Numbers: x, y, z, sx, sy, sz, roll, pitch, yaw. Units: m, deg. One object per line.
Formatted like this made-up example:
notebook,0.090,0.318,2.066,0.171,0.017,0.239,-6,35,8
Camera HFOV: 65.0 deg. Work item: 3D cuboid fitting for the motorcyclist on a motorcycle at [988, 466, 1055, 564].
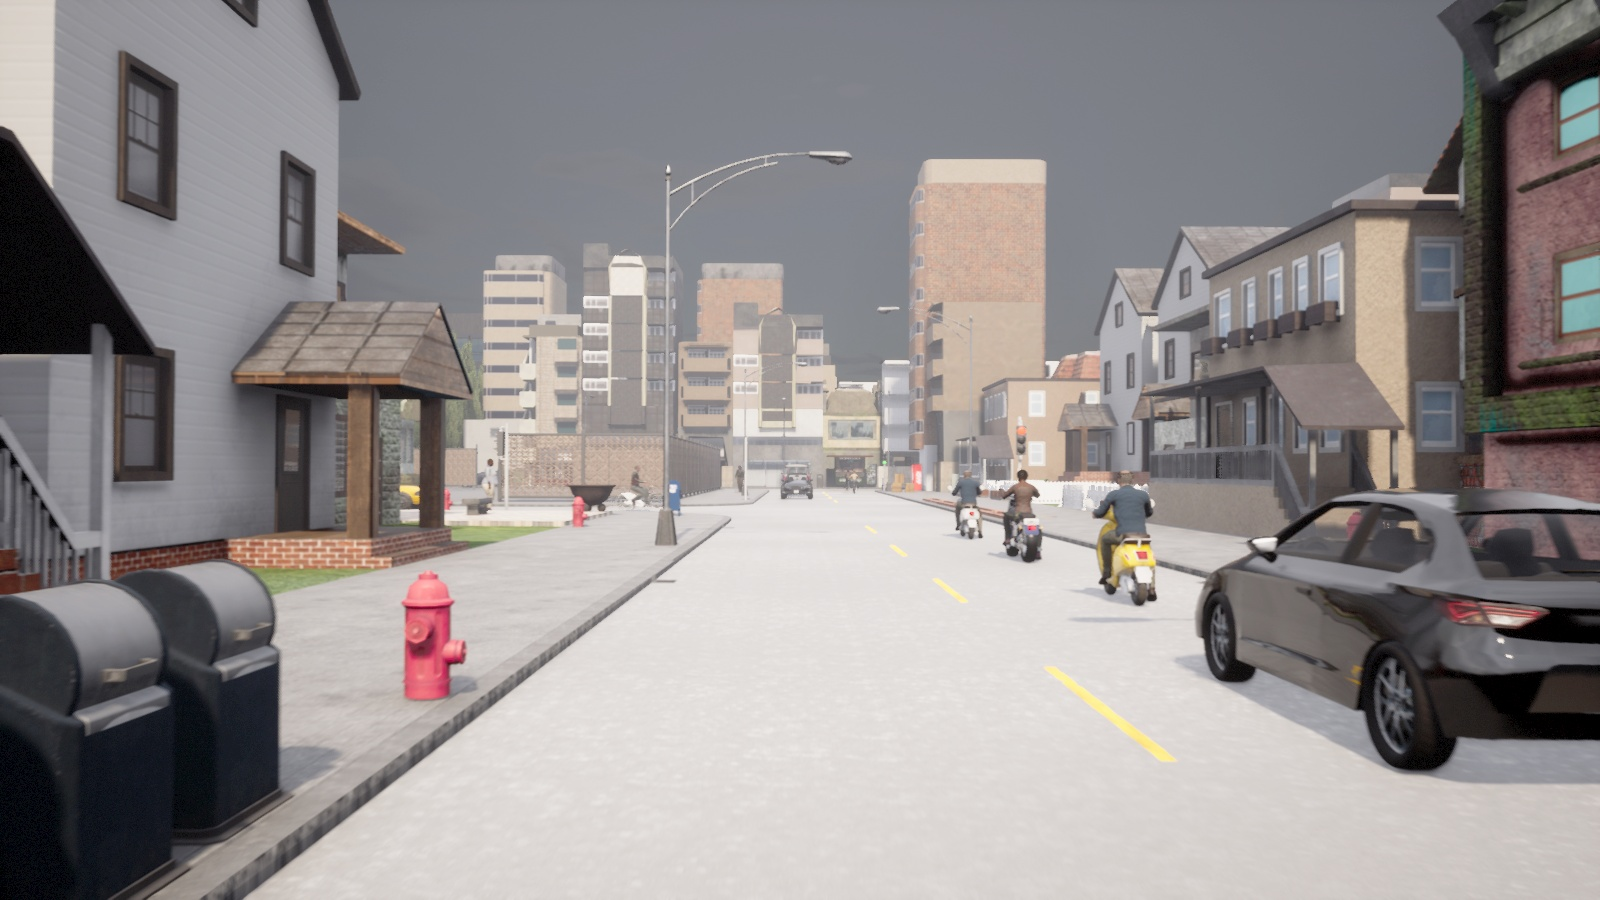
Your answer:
motorcyclist on a motorcycle,3.941,1.126,22.507,0.766,1.649,2.350,0,-1,0

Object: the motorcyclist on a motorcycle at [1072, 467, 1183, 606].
motorcyclist on a motorcycle,3.960,1.009,15.351,0.866,1.590,1.817,0,-1,0

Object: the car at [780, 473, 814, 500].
car,-0.137,2.016,70.919,1.816,1.474,4.193,0,-1,1

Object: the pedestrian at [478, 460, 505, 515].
pedestrian,-10.723,1.294,43.592,0.900,1.855,0.874,0,-1,-14

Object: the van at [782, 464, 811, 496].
van,-0.192,1.901,79.588,1.775,1.987,4.442,0,-1,0

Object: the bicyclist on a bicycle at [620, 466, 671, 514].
bicyclist on a bicycle,-5.833,1.502,47.390,1.843,1.776,0.659,0,-1,-1

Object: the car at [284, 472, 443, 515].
car,-16.398,1.612,47.349,5.366,1.575,1.801,0,-1,0

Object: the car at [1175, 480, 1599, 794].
car,3.978,0.949,8.152,1.816,1.474,4.193,0,-1,0

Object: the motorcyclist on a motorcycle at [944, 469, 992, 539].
motorcyclist on a motorcycle,3.934,1.247,29.575,0.866,1.590,1.817,0,-1,0
